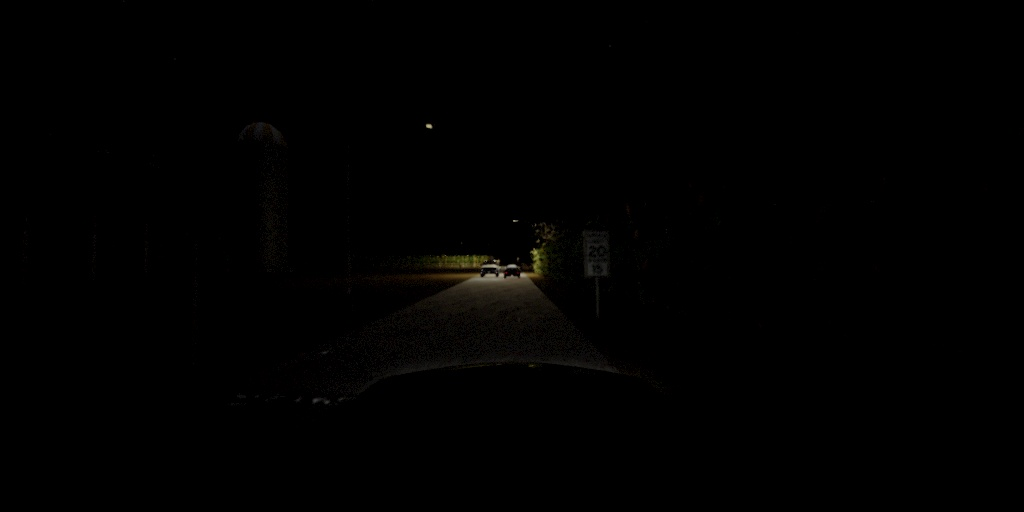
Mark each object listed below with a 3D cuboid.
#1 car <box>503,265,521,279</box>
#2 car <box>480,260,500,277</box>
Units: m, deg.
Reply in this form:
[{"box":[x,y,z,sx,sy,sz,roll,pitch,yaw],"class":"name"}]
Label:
[{"box":[0.004,1.857,40.888,1.895,1.301,4.718,-1,-1,0],"class":"car"},{"box":[-2.750,1.573,45.421,2.150,2.045,5.566,-1,-1,0],"class":"car"}]
